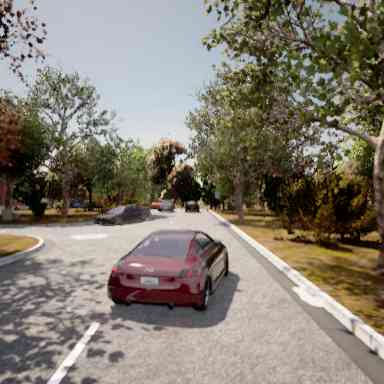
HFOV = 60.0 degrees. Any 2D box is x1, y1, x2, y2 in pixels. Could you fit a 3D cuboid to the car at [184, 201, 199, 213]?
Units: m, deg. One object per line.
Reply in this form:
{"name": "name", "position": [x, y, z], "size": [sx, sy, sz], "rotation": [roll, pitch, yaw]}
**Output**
{"name": "car", "position": [-0.041, 1.997, 45.765], "size": [1.882, 1.535, 5.008], "rotation": [0, -1, -3]}

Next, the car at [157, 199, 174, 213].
{"name": "car", "position": [-3.378, 1.981, 44.215], "size": [2.128, 1.511, 4.902], "rotation": [0, -1, 0]}

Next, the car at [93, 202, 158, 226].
{"name": "car", "position": [-5.522, 1.815, 27.352], "size": [2.033, 1.411, 5.357], "rotation": [-2, 2, 31]}

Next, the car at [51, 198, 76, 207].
{"name": "car", "position": [-23.611, 2.170, 62.946], "size": [5.566, 2.045, 2.150], "rotation": [0, -2, 1]}

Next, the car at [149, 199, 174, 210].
{"name": "car", "position": [-5.497, 2.205, 59.479], "size": [4.553, 1.767, 2.097], "rotation": [-2, -3, 45]}

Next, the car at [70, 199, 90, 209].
{"name": "car", "position": [-18.368, 2.387, 59.597], "size": [5.357, 1.411, 2.033], "rotation": [0, -2, -2]}

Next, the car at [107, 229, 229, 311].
{"name": "car", "position": [-0.303, 1.567, 7.922], "size": [1.994, 1.385, 4.181], "rotation": [0, 0, 13]}
